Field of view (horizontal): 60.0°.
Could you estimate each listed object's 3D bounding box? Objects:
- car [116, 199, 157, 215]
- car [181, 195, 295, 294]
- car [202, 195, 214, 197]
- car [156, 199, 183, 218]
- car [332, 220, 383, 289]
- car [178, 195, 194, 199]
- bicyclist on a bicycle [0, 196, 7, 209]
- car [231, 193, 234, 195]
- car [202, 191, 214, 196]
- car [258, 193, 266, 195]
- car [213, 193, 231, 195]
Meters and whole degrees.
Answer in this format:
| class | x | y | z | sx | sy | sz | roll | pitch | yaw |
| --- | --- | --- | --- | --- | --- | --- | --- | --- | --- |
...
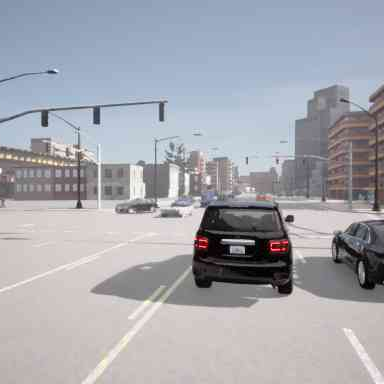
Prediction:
| class | x | y | z | sx | sy | sz | roll | pitch | yaw |
| --- | --- | --- | --- | --- | --- | --- | --- | --- | --- |
| car | -5.522 | 1.456 | 33.806 | 2.128 | 1.511 | 4.902 | 0 | 0 | 38 |
| car | 1.566 | 1.221 | 9.093 | 2.150 | 2.045 | 5.566 | 0 | 0 | 15 |
| car | 2.346 | 1.484 | 45.495 | 1.895 | 1.301 | 4.718 | 0 | 1 | 12 |
| car | -1.249 | 1.566 | 29.451 | 1.895 | 1.301 | 4.718 | 0 | 0 | 14 |
| car | 5.127 | 1.505 | 8.962 | 1.837 | 1.490 | 4.892 | 0 | 0 | 11 |
| car | -0.840 | 1.225 | 47.369 | 2.097 | 1.767 | 4.553 | 0 | 1 | 12 |
| bicyclist on a bicycle | -23.709 | 1.303 | 41.577 | 0.582 | 1.620 | 1.656 | 0 | 0 | 10 |
| car | 8.798 | 0.943 | 76.601 | 1.895 | 1.301 | 4.718 | 0 | 1 | 12 |
| car | 3.364 | 0.763 | 67.528 | 2.150 | 2.045 | 5.566 | 0 | 1 | 12 |
| car | 13.726 | 0.895 | 65.243 | 2.097 | 1.767 | 4.553 | 0 | 1 | 12 |
| car | 5.607 | 1.147 | 61.301 | 1.837 | 1.490 | 4.892 | 0 | 0 | 12 |
